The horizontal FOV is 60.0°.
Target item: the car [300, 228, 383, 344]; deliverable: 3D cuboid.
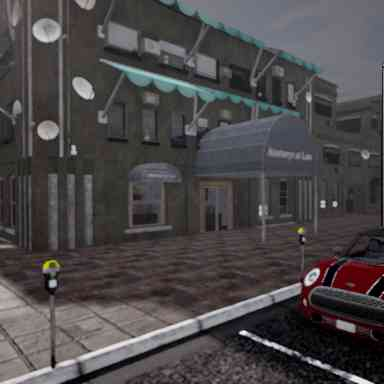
[{"bbox_3d":[3.746,1.440,6.186,4.097,1.590,1.967,0,0,-41],"label":"car"}]
